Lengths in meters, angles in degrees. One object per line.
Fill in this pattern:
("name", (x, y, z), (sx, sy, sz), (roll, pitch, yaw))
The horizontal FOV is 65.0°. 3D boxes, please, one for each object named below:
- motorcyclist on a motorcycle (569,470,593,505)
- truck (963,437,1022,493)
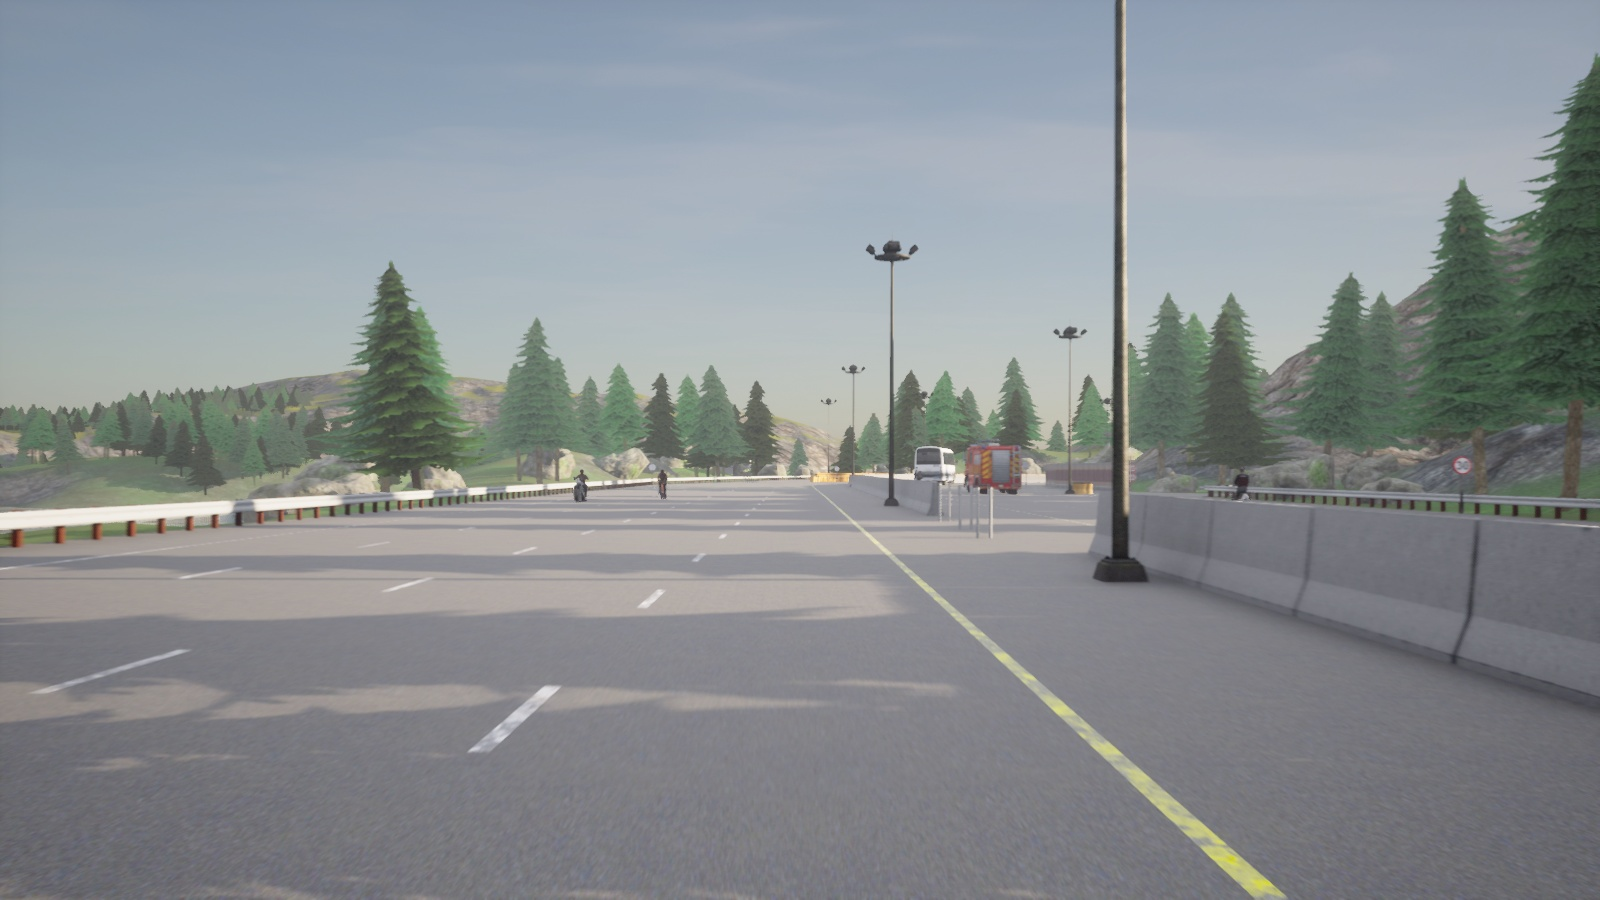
("motorcyclist on a motorcycle", (-10.644, 1.827, 61.139), (0.766, 1.649, 2.350), (0, -1, 0))
("truck", (13.738, 1.104, 90.445), (2.891, 3.827, 8.468), (0, -1, 0))
